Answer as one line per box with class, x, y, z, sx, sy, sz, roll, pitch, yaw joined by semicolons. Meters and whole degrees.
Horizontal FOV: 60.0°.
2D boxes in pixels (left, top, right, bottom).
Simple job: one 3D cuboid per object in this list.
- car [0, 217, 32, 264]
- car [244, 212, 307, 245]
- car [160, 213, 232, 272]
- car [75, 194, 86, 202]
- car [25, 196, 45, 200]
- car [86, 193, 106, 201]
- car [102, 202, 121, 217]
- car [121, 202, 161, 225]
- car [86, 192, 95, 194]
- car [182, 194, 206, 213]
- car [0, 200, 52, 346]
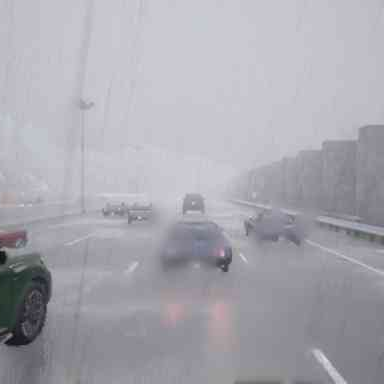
car;-6.893;1.588;10.022;1.895;1.301;4.718;0;0;0
car;3.602;1.581;15.310;1.895;1.301;4.718;0;0;0
car;0.100;1.585;10.730;1.895;1.301;4.718;0;0;0
car;-20.345;1.481;62.318;1.994;1.385;4.181;0;0;1
car;-27.399;1.473;57.876;2.033;1.411;5.357;0;0;2
car;-16.894;1.417;60.152;2.128;1.511;4.902;0;0;2
car;-6.852;1.561;30.963;1.895;1.301;4.718;0;0;1
car;-3.395;1.461;24.050;2.128;1.511;4.902;0;0;0
car;-23.864;1.125;77.973;2.150;2.045;5.566;0;0;0
car;0.190;1.178;34.069;2.150;2.045;5.566;0;0;1
car;-3.399;1.217;3.180;2.150;2.045;5.566;0;0;0
